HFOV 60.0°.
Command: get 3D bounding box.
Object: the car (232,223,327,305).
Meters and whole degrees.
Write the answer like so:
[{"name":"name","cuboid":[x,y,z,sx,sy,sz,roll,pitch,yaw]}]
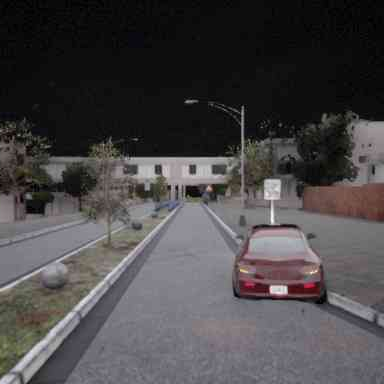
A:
[{"name":"car","cuboid":[2.051,1.490,8.119,1.812,1.442,4.674,-2,1,13]}]
